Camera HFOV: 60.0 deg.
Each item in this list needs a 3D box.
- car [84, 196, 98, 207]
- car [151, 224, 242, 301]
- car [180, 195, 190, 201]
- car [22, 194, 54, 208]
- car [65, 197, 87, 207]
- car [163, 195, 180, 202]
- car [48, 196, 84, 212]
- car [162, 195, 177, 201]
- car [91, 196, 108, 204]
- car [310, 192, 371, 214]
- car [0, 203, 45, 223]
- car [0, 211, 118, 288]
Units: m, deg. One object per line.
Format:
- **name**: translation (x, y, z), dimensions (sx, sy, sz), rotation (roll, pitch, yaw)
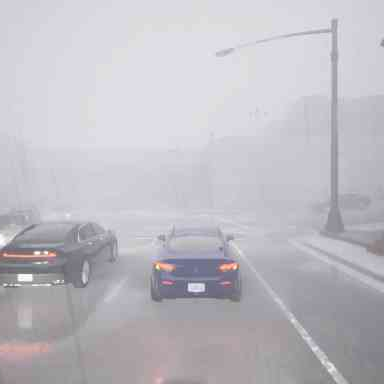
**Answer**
- **car**: translation (-14.807, 1.504, 51.038), dimensions (1.837, 1.490, 4.892), rotation (0, 0, -1)
- **car**: translation (0.098, 1.526, 8.195), dimensions (1.812, 1.442, 4.674), rotation (0, 0, 0)
- **car**: translation (-2.029, 1.524, 85.033), dimensions (1.812, 1.442, 4.674), rotation (0, 0, 24)
- **car**: translation (-18.037, 1.221, 39.439), dimensions (2.150, 2.045, 5.566), rotation (0, 0, -2)
- **car**: translation (-18.347, 1.506, 52.915), dimensions (1.837, 1.490, 4.892), rotation (0, 0, -1)
- **car**: translation (-4.553, 1.355, 75.402), dimensions (2.097, 1.767, 4.553), rotation (0, 0, 6)
- **car**: translation (-14.508, 1.477, 38.612), dimensions (1.882, 1.535, 5.008), rotation (0, 0, -2)
- **car**: translation (-5.712, 1.552, 85.254), dimensions (1.994, 1.385, 4.181), rotation (0, 0, 24)
- **car**: translation (-18.571, 1.547, 67.094), dimensions (2.033, 1.411, 5.357), rotation (0, 0, -1)
- **car**: translation (12.565, 0.891, 28.345), dimensions (4.892, 1.490, 1.837), rotation (-7, 0, 0)
- **car**: translation (-11.158, 1.600, 21.758), dimensions (1.895, 1.301, 4.718), rotation (0, 0, -16)
- **car**: translation (-3.391, 1.505, 9.212), dimensions (1.837, 1.490, 4.892), rotation (0, 0, 0)
